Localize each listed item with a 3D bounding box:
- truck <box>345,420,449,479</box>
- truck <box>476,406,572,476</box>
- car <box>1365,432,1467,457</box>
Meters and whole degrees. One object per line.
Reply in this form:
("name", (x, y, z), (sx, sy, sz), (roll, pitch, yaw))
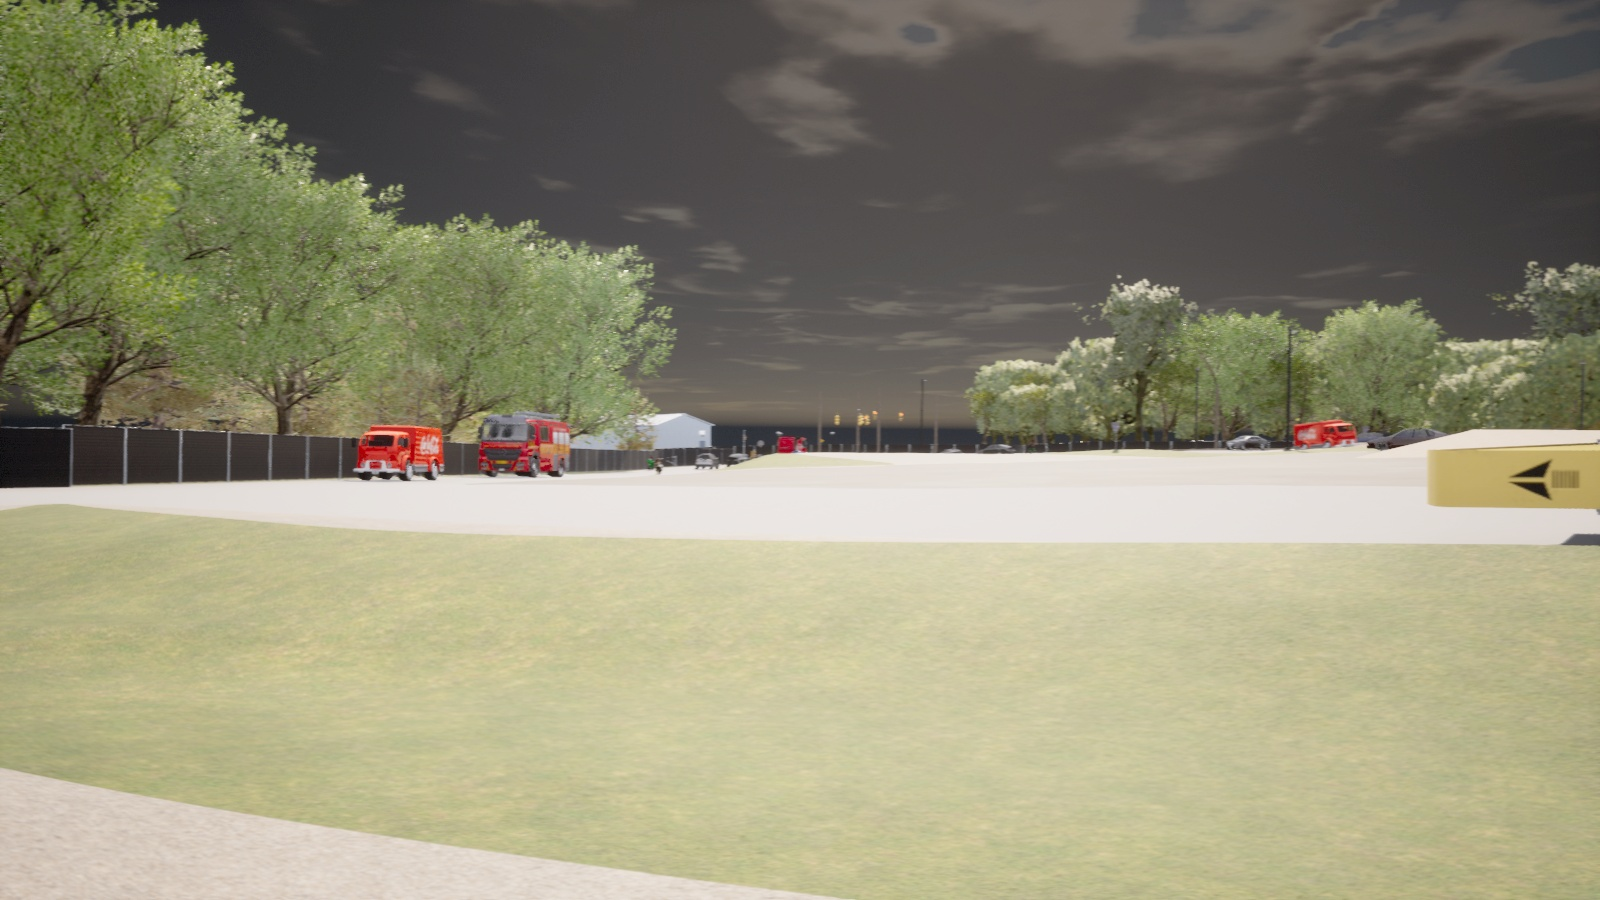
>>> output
("truck", (-17.990, 0.010, 56.381), (2.627, 2.467, 5.204), (1, -1, 4))
("truck", (-16.156, -0.424, 74.157), (2.891, 3.827, 8.468), (1, -1, 6))
("car", (38.455, -0.327, 78.437), (5.357, 1.411, 2.033), (-1, 0, 40))
